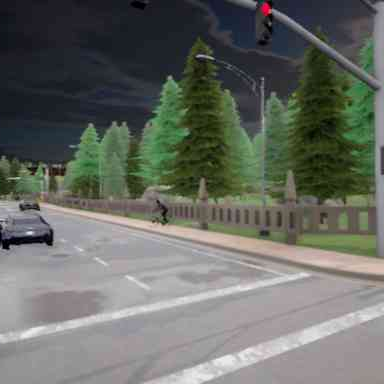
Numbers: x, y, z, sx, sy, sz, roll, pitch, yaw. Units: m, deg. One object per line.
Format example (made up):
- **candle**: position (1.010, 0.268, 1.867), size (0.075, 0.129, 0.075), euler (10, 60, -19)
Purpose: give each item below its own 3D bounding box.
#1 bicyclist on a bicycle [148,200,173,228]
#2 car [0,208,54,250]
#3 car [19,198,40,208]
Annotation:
- **bicyclist on a bicycle**: position (-1.856, 1.280, 19.686), size (1.656, 1.620, 0.582), euler (-1, 0, -32)
- **car**: position (-7.622, 1.646, 15.175), size (1.994, 1.385, 4.181), euler (-1, 0, -32)
- **car**: position (-21.272, 1.578, 43.548), size (2.097, 1.767, 4.553), euler (-1, 0, -32)
